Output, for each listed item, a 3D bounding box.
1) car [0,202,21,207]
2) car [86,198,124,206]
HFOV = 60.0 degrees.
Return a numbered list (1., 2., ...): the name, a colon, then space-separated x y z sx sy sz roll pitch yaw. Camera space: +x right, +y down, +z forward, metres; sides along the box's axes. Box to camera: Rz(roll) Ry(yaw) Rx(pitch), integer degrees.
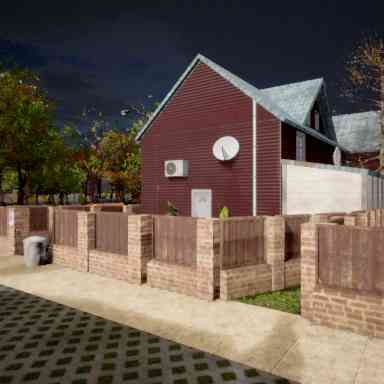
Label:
1. car: -14.847 1.556 25.082 1.837 1.490 4.892 0 0 35
2. car: -8.923 1.439 33.443 2.097 1.767 4.553 0 0 35
